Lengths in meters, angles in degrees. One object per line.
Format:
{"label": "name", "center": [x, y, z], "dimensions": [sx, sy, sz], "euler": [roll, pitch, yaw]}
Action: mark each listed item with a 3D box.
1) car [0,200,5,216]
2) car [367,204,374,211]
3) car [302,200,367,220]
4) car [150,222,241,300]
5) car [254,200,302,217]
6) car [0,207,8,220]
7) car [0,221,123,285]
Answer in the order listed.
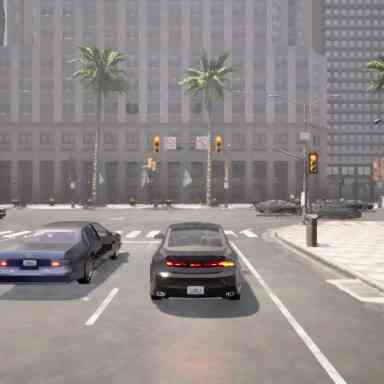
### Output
{"label": "car", "center": [-20.478, 1.525, 31.275], "dimensions": [4.674, 1.442, 1.812], "euler": [0, 0, -1]}
{"label": "car", "center": [18.217, 1.601, 38.437], "dimensions": [4.718, 1.301, 1.895], "euler": [0, 0, 0]}
{"label": "car", "center": [11.818, 1.564, 27.755], "dimensions": [4.181, 1.385, 1.994], "euler": [0, 0, 0]}
{"label": "car", "center": [0.075, 1.505, 8.359], "dimensions": [1.837, 1.490, 4.892], "euler": [0, 0, 0]}
{"label": "car", "center": [8.361, 1.491, 31.264], "dimensions": [4.902, 1.511, 2.128], "euler": [0, 0, 0]}
{"label": "car", "center": [-17.162, 1.601, 26.577], "dimensions": [4.718, 1.301, 1.895], "euler": [0, 0, 19]}
{"label": "car", "center": [-3.422, 1.547, 9.553], "dimensions": [2.033, 1.411, 5.357], "euler": [0, 0, 0]}
